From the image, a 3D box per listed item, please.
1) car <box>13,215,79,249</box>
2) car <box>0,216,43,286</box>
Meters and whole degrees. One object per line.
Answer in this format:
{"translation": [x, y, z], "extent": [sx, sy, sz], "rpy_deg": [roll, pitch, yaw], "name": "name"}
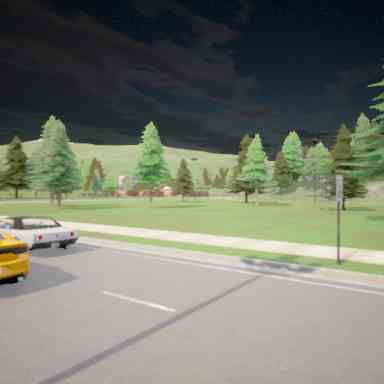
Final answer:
{"translation": [-6.608, 1.568, 12.994], "extent": [4.718, 1.301, 1.895], "rpy_deg": [0, 0, 36], "name": "car"}
{"translation": [-6.037, 1.453, 8.277], "extent": [5.008, 1.535, 1.882], "rpy_deg": [1, 0, 36], "name": "car"}
